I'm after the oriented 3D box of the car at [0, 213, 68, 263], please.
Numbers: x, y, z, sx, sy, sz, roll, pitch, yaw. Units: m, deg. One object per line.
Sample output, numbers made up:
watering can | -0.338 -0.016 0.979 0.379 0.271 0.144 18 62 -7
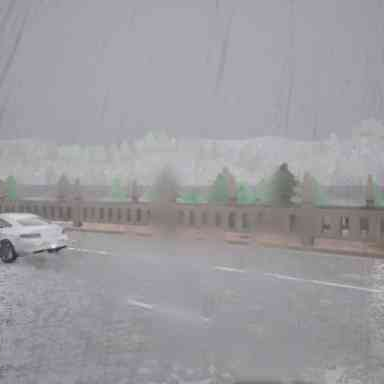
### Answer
car | -6.396 1.460 11.624 4.674 1.442 1.812 0 0 29
